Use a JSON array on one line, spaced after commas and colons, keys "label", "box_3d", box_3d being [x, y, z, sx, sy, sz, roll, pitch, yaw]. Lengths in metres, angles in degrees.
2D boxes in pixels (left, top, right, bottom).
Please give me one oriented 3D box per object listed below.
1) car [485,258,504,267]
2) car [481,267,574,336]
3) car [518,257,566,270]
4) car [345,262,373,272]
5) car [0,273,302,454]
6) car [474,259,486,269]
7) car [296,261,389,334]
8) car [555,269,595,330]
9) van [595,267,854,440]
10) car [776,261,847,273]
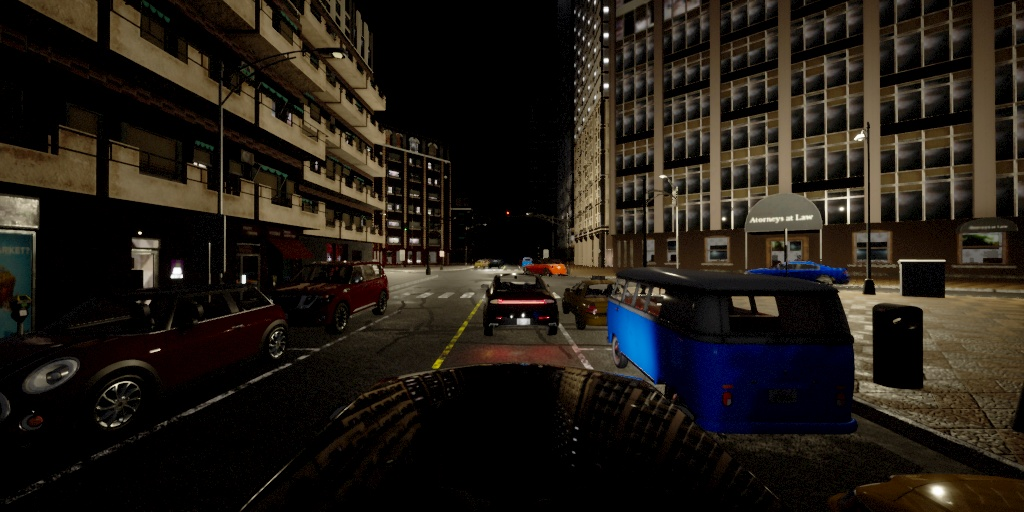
[{"label": "car", "box_3d": [-2.804, 1.425, 58.866, 1.895, 1.301, 4.718, 0, 0, 2]}, {"label": "car", "box_3d": [0.135, 1.245, 10.388, 2.128, 1.511, 4.902, 0, 0, -3]}, {"label": "car", "box_3d": [3.060, 1.117, 34.614, 2.097, 1.767, 4.553, 0, -1, -37]}, {"label": "car", "box_3d": [-21.763, 1.536, 51.033, 4.181, 1.385, 1.994, -1, -1, 41]}, {"label": "car", "box_3d": [-5.314, 1.191, 5.242, 1.967, 1.591, 4.097, 0, 0, 0]}, {"label": "car", "box_3d": [-5.301, 1.352, 59.607, 1.751, 1.417, 4.829, 0, 0, 0]}, {"label": "car", "box_3d": [-5.313, 1.068, 10.778, 2.192, 1.841, 5.009, 0, 0, 0]}, {"label": "car", "box_3d": [2.568, 1.279, 10.952, 1.751, 1.417, 4.829, 0, 0, 0]}, {"label": "van", "box_3d": [2.567, 1.092, 5.246, 1.690, 1.789, 3.998, 0, 0, 0]}, {"label": "car", "box_3d": [16.908, 1.084, 21.606, 5.008, 1.535, 1.882, 0, -1, 38]}]
